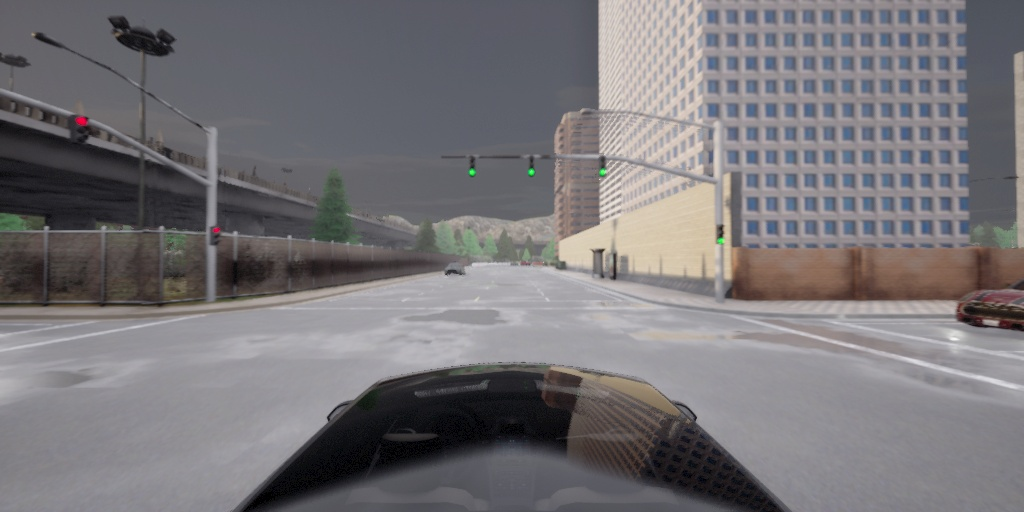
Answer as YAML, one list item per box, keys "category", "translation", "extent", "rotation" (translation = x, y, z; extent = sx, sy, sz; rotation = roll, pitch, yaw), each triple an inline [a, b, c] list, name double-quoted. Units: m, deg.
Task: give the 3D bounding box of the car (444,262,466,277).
- category: "car"
  translation: [-6.986, 1.537, 44.144]
  extent: [2.097, 1.767, 4.553]
  rotation: [0, -1, 0]

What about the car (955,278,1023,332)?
- category: "car"
  translation: [15.145, 1.210, 9.680]
  extent: [4.553, 1.767, 2.097]
  rotation: [0, -1, 0]
